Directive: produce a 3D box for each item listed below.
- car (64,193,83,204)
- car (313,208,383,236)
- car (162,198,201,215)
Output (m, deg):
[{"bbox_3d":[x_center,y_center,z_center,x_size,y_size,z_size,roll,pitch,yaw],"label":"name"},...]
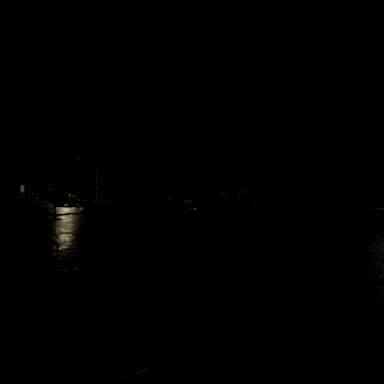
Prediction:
[{"bbox_3d":[-18.081,0.974,50.523,2.128,1.511,4.902,-1,1,-35],"label":"car"},{"bbox_3d":[8.743,1.471,16.223,2.033,1.411,5.357,-1,1,-40],"label":"car"},{"bbox_3d":[-1.023,1.263,30.748,1.812,1.442,4.674,-1,1,-34],"label":"car"}]
